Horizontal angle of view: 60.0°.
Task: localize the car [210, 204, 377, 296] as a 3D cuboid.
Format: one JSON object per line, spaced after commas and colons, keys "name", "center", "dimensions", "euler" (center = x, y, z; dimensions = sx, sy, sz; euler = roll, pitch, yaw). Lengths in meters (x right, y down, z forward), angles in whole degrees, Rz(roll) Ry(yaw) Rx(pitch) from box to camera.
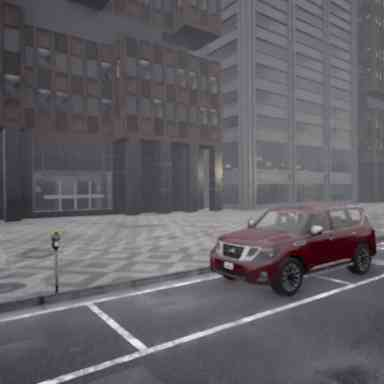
{"name": "car", "center": [2.843, 1.262, 8.681], "dimensions": [5.009, 1.841, 2.192], "euler": [-1, 0, -36]}
